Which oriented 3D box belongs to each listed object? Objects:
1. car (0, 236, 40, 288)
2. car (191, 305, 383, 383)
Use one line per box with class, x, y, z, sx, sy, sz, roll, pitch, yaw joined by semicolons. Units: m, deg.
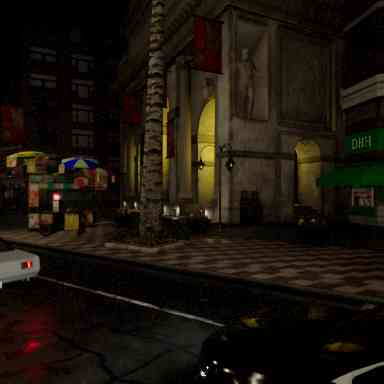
car;-5.768;1.601;7.964;4.718;1.301;1.895;0;0;35
car;2.232;1.505;2.237;4.892;1.490;1.837;0;0;36
